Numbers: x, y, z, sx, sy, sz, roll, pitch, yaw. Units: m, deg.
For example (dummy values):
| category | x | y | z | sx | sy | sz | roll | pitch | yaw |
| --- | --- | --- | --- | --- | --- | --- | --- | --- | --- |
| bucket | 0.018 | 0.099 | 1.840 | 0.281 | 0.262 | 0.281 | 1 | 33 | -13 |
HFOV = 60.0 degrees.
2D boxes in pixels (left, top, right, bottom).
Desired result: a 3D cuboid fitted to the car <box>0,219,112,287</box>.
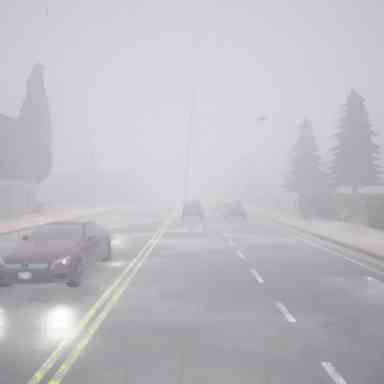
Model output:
| category | x | y | z | sx | sy | sz | roll | pitch | yaw |
| --- | --- | --- | --- | --- | --- | --- | --- | --- | --- |
| car | -3.565 | 1.528 | 9.447 | 1.812 | 1.442 | 4.674 | 0 | 0 | 0 |

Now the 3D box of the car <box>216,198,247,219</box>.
| category | x | y | z | sx | sy | sz | roll | pitch | yaw |
| --- | --- | --- | --- | --- | --- | --- | --- | --- | --- |
| car | 3.597 | 1.553 | 29.256 | 2.033 | 1.411 | 5.357 | 0 | 0 | 0 |

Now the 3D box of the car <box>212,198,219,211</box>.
| category | x | y | z | sx | sy | sz | roll | pitch | yaw |
| --- | --- | --- | --- | --- | --- | --- | --- | --- | --- |
| car | 3.593 | 1.485 | 41.592 | 1.882 | 1.535 | 5.008 | 0 | 0 | 0 |

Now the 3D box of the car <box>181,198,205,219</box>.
| category | x | y | z | sx | sy | sz | roll | pitch | yaw |
| --- | --- | --- | --- | --- | --- | --- | --- | --- | --- |
| car | 0.074 | 1.498 | 28.572 | 2.128 | 1.511 | 4.902 | 0 | 0 | 0 |

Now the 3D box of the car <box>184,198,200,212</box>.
| category | x | y | z | sx | sy | sz | roll | pitch | yaw |
| --- | --- | --- | --- | --- | --- | --- | --- | --- | --- |
| car | 0.049 | 1.515 | 40.573 | 1.837 | 1.490 | 4.892 | 0 | 1 | 0 |
